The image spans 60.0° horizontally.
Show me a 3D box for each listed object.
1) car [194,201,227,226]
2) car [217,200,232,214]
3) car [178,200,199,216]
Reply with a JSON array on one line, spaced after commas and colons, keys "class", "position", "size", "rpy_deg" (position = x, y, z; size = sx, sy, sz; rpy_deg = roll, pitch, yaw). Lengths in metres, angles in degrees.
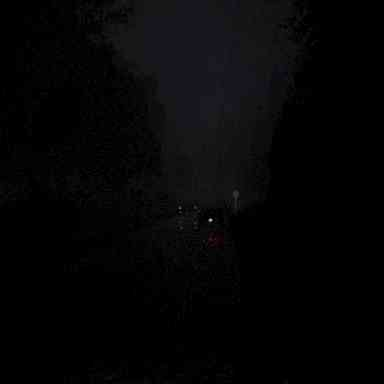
[{"class": "car", "position": [1.487, 1.647, 24.762], "size": [1.837, 1.490, 4.892], "rpy_deg": [0, 0, 6]}, {"class": "car", "position": [3.910, 1.780, 42.386], "size": [2.097, 1.767, 4.553], "rpy_deg": [0, -1, 9]}, {"class": "car", "position": [-0.099, 1.630, 35.930], "size": [2.097, 1.767, 4.553], "rpy_deg": [0, -1, 8]}]
